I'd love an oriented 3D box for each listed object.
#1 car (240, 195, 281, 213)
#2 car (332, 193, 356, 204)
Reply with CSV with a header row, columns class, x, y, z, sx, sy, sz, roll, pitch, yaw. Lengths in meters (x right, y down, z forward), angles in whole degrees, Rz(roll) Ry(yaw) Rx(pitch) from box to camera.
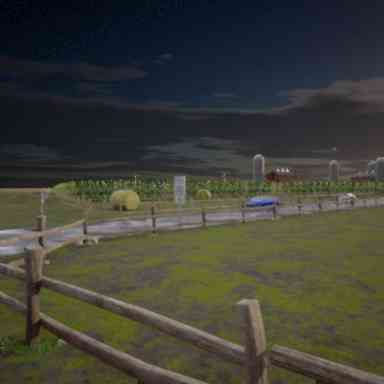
class,x,y,z,sx,sy,sz,roll,pitch,yaw
car,6.712,1.114,32.467,5.008,1.535,1.882,-1,1,-44
car,21.256,0.900,46.406,4.902,1.511,2.128,-1,1,-44
